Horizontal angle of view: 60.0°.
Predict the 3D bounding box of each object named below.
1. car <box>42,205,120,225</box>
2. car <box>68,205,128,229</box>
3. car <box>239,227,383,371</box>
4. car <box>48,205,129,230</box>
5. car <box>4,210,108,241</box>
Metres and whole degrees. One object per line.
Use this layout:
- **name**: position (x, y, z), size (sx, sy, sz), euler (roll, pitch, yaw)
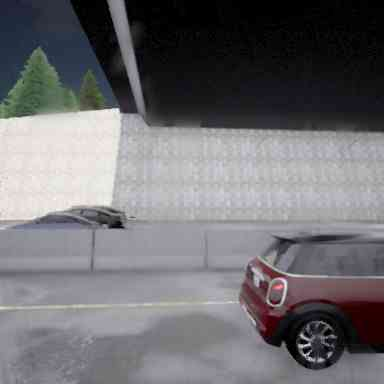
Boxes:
- **car**: position (-8.346, 1.728, 25.523), size (5.357, 1.411, 2.033), euler (0, -1, -6)
- **car**: position (-6.321, 1.608, 18.690), size (5.008, 1.535, 1.882), euler (0, -1, -6)
- **car**: position (3.133, 1.425, 5.363), size (4.553, 1.767, 2.097), euler (0, -1, -4)
- **car**: position (-6.772, 1.665, 22.163), size (4.892, 1.490, 1.837), euler (0, -1, -6)
- **car**: position (-6.268, 1.662, 15.177), size (4.181, 1.385, 1.994), euler (0, -1, -6)
